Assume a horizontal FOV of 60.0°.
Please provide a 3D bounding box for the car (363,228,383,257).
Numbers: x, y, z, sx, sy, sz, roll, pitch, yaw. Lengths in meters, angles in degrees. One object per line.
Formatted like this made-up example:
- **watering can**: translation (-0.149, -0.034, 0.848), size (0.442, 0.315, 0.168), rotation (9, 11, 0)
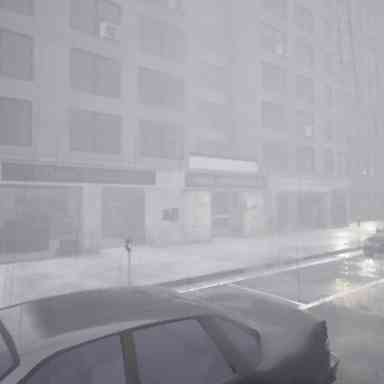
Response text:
- **car**: translation (8.383, 1.845, 13.080), size (4.206, 1.307, 1.802), rotation (1, -1, -38)

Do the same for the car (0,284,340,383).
- **car**: translation (-0.928, 1.611, 2.628), size (5.357, 1.411, 2.033), rotation (1, -2, -38)
